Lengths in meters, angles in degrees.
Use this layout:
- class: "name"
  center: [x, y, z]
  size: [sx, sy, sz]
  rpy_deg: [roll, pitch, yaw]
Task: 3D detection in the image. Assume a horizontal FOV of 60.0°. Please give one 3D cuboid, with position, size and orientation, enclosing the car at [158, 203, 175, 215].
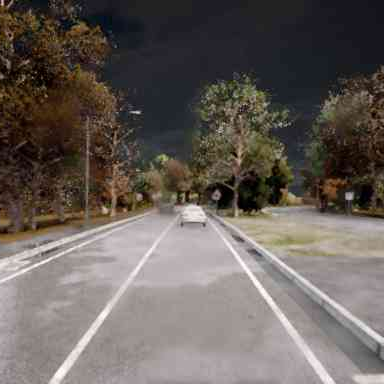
- class: "car"
  center: [-3.346, 2.245, 44.355]
  size: [1.837, 1.490, 4.892]
  rpy_deg: [0, -2, 0]

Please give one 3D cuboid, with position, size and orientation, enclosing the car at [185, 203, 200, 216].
- class: "car"
  center: [0.086, 2.168, 43.002]
  size: [1.882, 1.535, 5.008]
  rpy_deg: [0, -1, 0]

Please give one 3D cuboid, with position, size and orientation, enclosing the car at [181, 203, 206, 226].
- class: "car"
  center: [0.091, 1.806, 25.681]
  size: [1.812, 1.442, 4.674]
  rpy_deg: [0, -1, 0]
